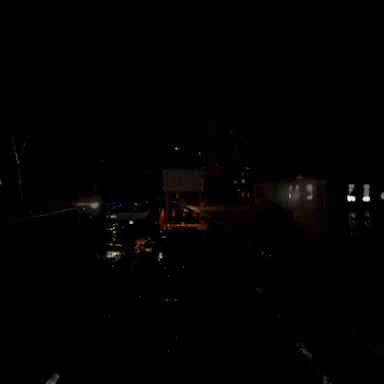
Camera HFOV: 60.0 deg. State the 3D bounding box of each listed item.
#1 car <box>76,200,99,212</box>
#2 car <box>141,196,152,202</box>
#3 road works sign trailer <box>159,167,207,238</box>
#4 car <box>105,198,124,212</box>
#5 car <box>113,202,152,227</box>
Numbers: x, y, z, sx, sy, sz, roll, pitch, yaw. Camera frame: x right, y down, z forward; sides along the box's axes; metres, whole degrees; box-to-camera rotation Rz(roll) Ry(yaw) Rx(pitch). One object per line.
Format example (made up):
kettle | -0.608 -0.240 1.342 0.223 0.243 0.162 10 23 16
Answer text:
car | -12.079 1.554 38.602 1.895 1.301 4.718 0 0 -6
car | -7.582 1.431 55.504 1.812 1.442 4.674 0 0 -9
road works sign trailer | -0.454 0.445 17.759 2.380 3.560 2.880 0 0 -4
car | -8.822 1.475 38.643 1.812 1.442 4.674 0 0 -6
car | -3.940 1.577 22.827 1.895 1.301 4.718 0 0 -4
